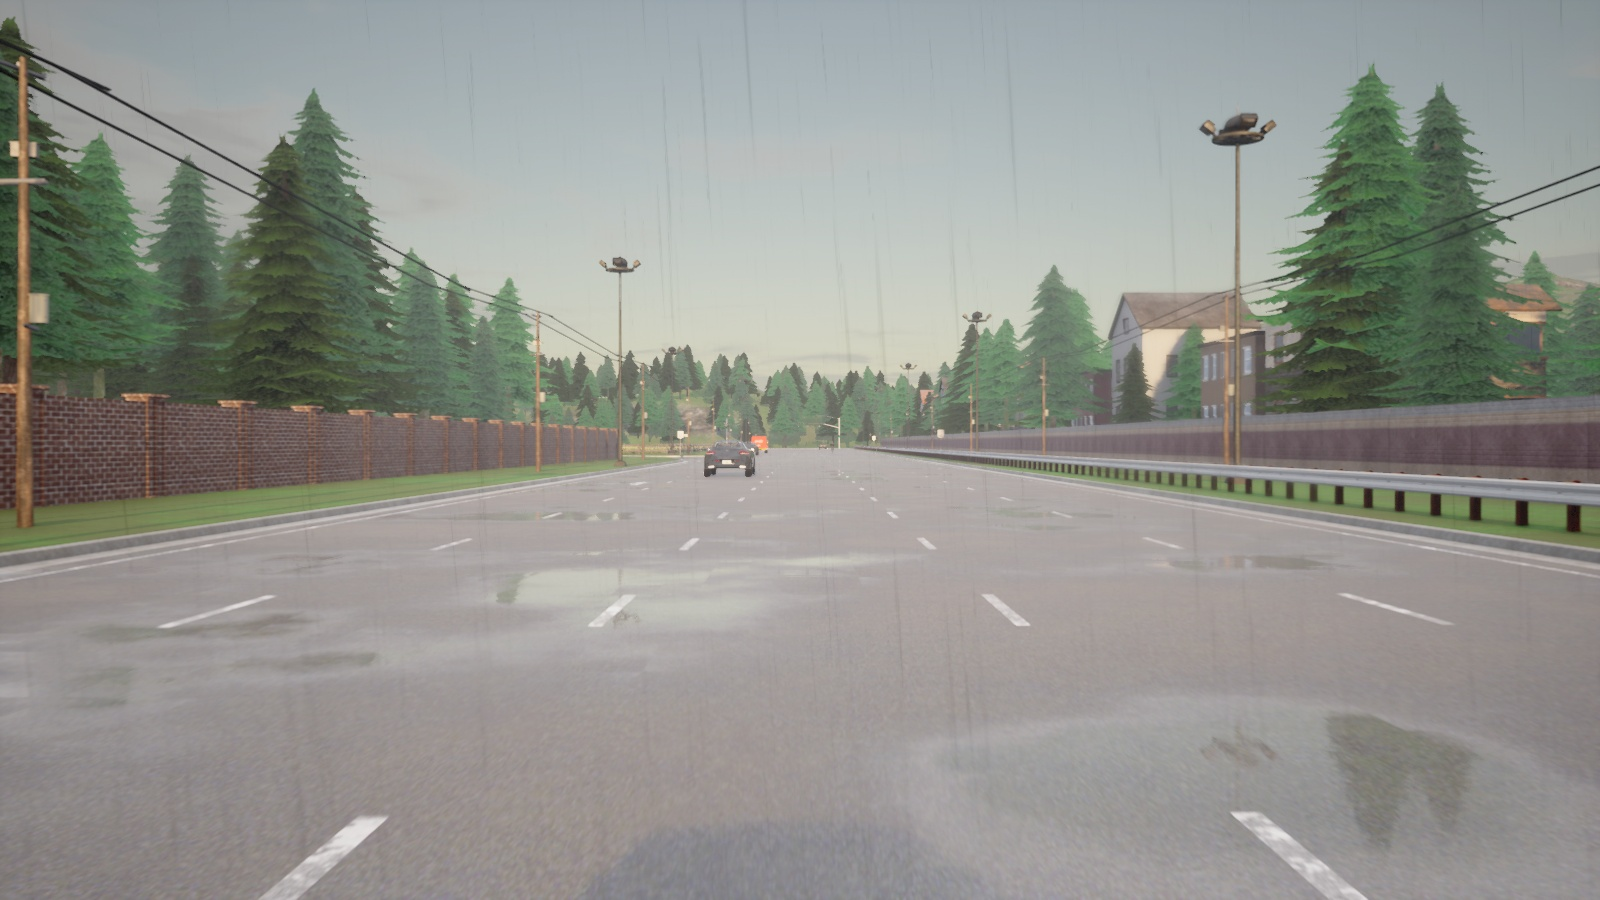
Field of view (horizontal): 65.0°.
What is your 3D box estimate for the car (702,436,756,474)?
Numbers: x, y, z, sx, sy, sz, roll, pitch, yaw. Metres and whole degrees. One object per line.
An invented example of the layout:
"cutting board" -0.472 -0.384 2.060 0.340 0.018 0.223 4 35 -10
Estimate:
"car" -3.159 0.201 57.001 2.152 1.651 5.027 0 0 0
